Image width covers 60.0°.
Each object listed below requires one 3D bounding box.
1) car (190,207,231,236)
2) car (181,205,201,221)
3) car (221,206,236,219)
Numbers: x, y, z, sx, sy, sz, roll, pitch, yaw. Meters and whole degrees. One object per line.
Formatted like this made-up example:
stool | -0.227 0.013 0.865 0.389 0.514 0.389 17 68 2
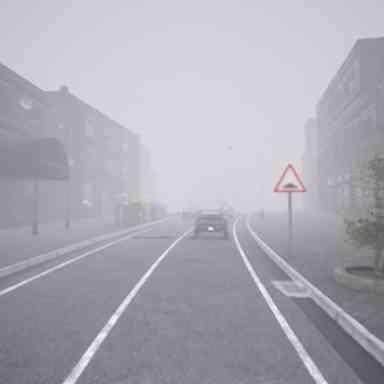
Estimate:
car | 1.197 1.769 19.615 1.837 1.490 4.892 0 -3 5
car | 0.187 2.158 35.167 1.882 1.535 5.008 0 -2 10
car | 3.890 2.274 37.784 2.033 1.411 5.357 -1 -1 11
